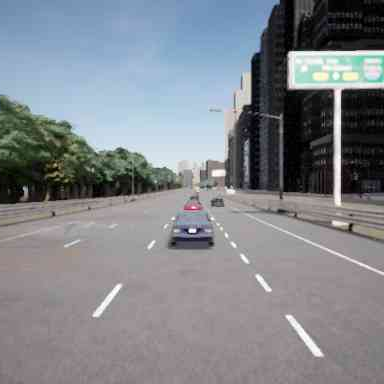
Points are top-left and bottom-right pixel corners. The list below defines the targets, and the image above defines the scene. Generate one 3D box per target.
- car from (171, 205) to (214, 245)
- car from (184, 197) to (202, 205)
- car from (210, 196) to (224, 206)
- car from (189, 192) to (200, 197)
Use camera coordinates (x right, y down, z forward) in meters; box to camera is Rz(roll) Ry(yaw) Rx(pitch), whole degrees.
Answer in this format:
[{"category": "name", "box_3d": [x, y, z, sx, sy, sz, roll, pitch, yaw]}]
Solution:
[{"category": "car", "box_3d": [0.027, 1.543, 15.425, 2.033, 1.411, 5.357, 0, 0, 0]}, {"category": "car", "box_3d": [0.137, 1.513, 35.445, 1.994, 1.385, 4.181, 0, 0, 0]}, {"category": "car", "box_3d": [3.892, 1.363, 51.830, 1.837, 1.490, 4.892, 0, 1, 1]}, {"category": "car", "box_3d": [0.527, 1.217, 69.971, 1.837, 1.490, 4.892, 0, 0, 1]}]
